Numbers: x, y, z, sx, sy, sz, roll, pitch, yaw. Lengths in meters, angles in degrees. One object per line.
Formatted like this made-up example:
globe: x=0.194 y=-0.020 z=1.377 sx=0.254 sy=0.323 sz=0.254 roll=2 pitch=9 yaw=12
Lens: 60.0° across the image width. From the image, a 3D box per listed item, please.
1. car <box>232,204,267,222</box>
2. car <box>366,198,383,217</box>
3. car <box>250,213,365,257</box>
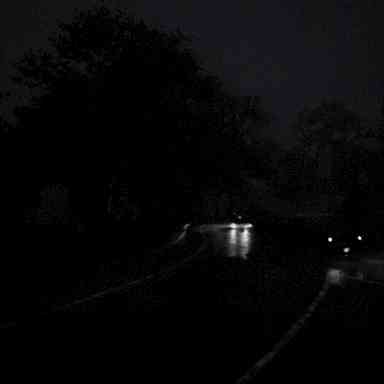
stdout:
car: x=5.044 y=1.796 z=28.669 sx=2.128 sy=1.511 sz=4.902 roll=0 pitch=0 yaw=30
car: x=20.913 y=1.743 z=37.576 sx=5.566 sy=2.045 sz=2.150 roll=-1 pitch=-1 yaw=6
car: x=4.660 y=1.767 z=13.899 sx=1.895 sy=1.301 sz=4.718 roll=1 pitch=-1 yaw=-23
